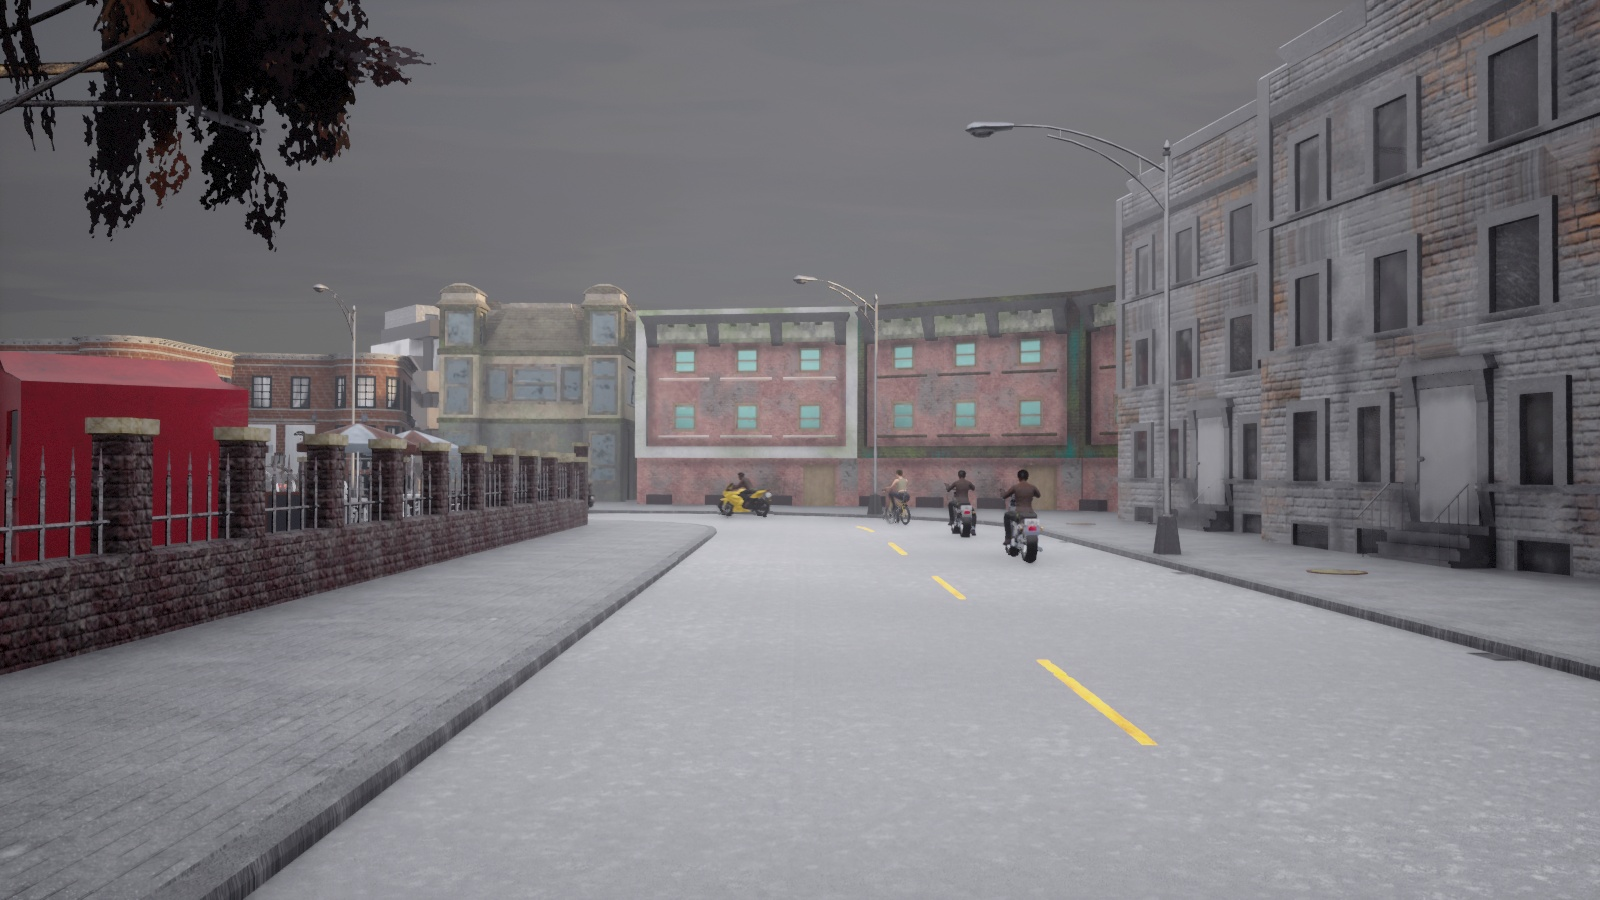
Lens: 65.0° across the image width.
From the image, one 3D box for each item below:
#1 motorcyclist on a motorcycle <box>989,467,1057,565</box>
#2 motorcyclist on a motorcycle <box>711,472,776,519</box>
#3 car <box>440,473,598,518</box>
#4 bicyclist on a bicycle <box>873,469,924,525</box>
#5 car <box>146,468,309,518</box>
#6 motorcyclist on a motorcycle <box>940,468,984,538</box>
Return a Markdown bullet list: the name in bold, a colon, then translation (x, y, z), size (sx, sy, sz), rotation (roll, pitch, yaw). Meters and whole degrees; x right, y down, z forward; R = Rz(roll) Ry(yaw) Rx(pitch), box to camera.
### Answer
- **motorcyclist on a motorcycle**: translation (3.945, 1.124, 22.403), size (0.766, 1.649, 2.350), rotation (0, -1, 0)
- **motorcyclist on a motorcycle**: translation (-1.886, 1.510, 42.037), size (2.044, 1.523, 0.797), rotation (-1, -1, 29)
- **car**: translation (-9.689, 1.560, 43.511), size (5.008, 1.535, 1.882), rotation (0, -1, 2)
- **bicyclist on a bicycle**: translation (2.895, 1.362, 37.037), size (0.866, 1.612, 1.509), rotation (0, -1, -23)
- **car**: translation (-19.764, 1.465, 43.493), size (4.611, 1.667, 2.242), rotation (0, -1, 0)
- **motorcyclist on a motorcycle**: translation (3.925, 1.262, 30.589), size (0.766, 1.649, 2.350), rotation (0, -1, 0)
